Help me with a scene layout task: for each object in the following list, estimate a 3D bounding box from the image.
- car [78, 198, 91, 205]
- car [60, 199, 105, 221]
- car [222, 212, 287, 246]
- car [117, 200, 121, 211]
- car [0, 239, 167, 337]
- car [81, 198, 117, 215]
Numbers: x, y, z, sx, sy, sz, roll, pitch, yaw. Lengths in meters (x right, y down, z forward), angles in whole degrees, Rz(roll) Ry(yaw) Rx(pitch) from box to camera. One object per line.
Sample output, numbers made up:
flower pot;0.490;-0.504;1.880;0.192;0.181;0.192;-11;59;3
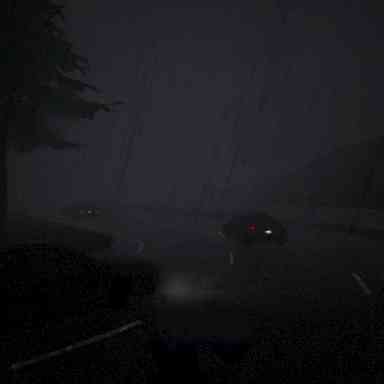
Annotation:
car;-21.057;1.819;65.233;1.895;1.301;4.718;0;0;-25
car;-9.746;1.642;28.761;2.033;1.411;5.357;0;0;-37
car;2.837;1.644;15.803;1.994;1.385;4.181;0;0;-10
car;-10.683;1.662;43.455;1.837;1.490;4.892;0;0;-28
car;-2.948;1.563;5.742;2.033;1.411;5.357;0;0;44
car;-9.932;1.648;35.129;1.812;1.442;4.674;0;0;-34
